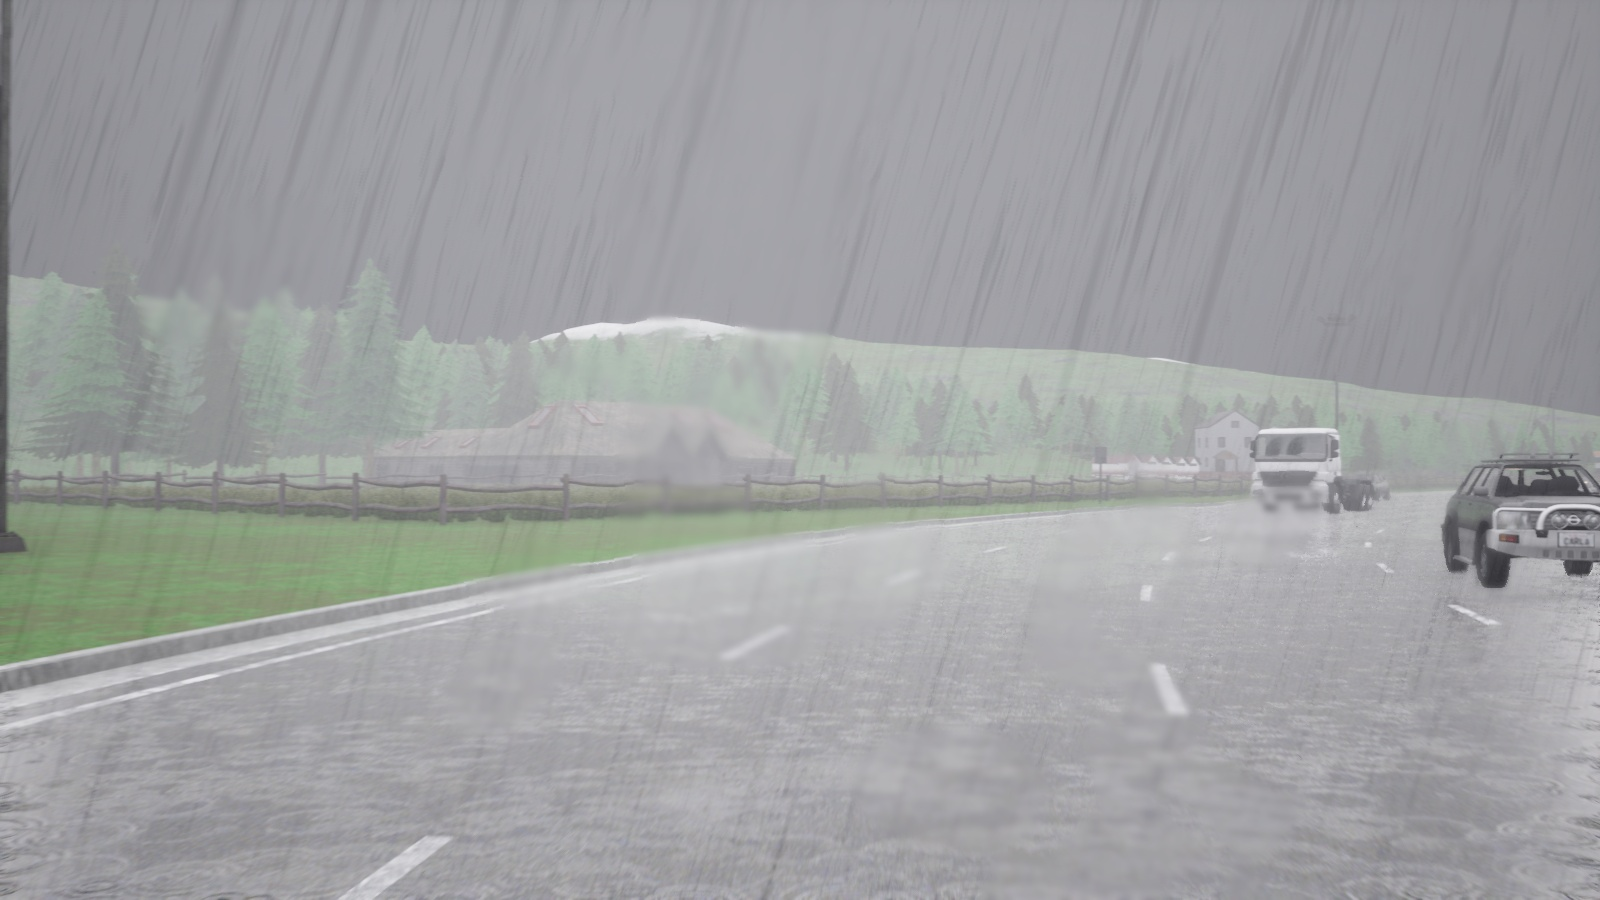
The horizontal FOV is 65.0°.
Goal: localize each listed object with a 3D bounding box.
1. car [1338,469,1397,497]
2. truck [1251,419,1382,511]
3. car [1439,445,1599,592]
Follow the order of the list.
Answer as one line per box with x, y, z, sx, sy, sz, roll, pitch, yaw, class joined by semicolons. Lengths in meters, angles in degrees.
32.042;1.847;70.816;2.007;1.525;4.514;-1;-1;38;car
21.368;0.632;51.701;2.891;3.462;7.936;-1;-1;38;truck
10.651;0.901;18.096;1.932;1.855;4.605;-1;-1;19;car
